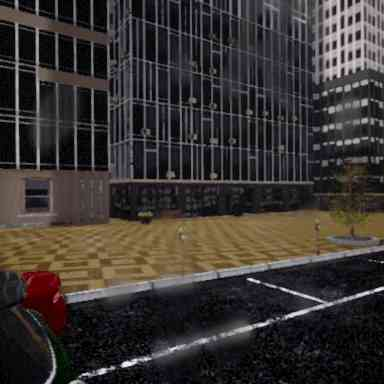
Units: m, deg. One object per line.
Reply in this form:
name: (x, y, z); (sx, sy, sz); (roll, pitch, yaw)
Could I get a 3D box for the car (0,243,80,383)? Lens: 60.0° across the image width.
car: (-3.860, 1.553, 3.851); (4.507, 1.381, 1.887); (1, -2, -34)

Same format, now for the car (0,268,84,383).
car: (-2.781, 1.344, 1.440); (4.553, 1.767, 2.097); (1, -1, -34)
